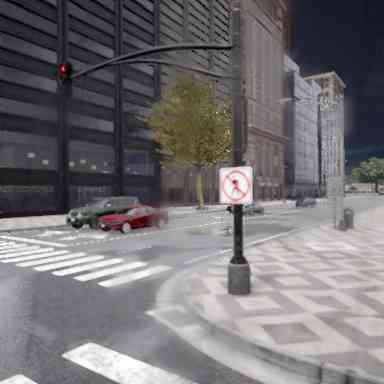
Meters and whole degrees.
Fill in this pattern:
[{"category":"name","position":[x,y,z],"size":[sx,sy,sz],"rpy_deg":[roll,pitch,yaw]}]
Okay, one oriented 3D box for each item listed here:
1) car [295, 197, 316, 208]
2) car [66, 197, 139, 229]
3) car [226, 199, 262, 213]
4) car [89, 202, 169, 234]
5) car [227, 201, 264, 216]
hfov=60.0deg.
[{"category":"car","position":[16.537,1.546,48.263],"size":[1.882,1.535,5.008],"rpy_deg":[-1,0,36]},{"category":"car","position":[-5.825,1.366,22.846],"size":[2.150,2.045,5.566],"rpy_deg":[-1,0,34]},{"category":"car","position":[6.234,1.631,39.616],"size":[2.033,1.411,5.357],"rpy_deg":[-1,0,36]},{"category":"car","position":[-3.499,1.599,20.474],"size":[1.882,1.535,5.008],"rpy_deg":[-1,0,35]},{"category":"car","position":[5.601,1.639,33.165],"size":[1.994,1.385,4.181],"rpy_deg":[-1,0,36]}]
